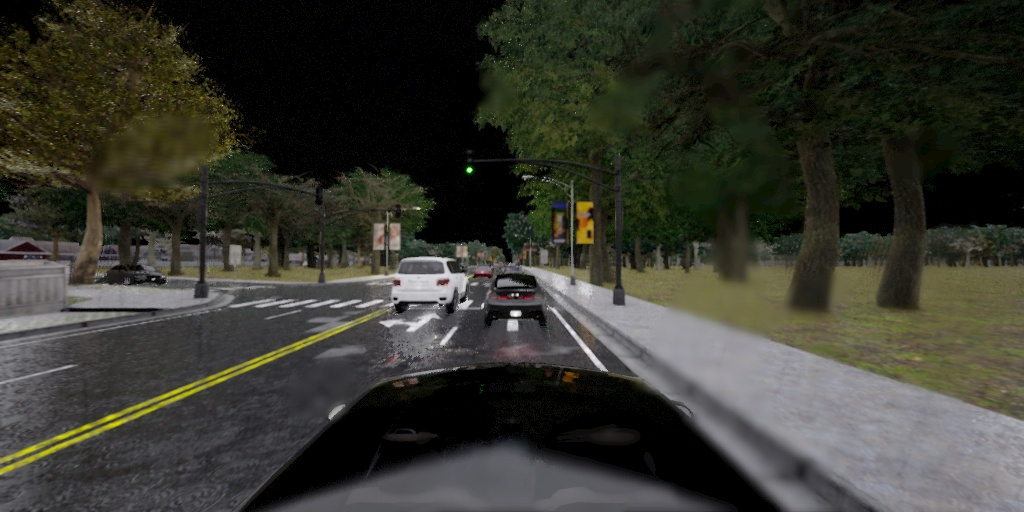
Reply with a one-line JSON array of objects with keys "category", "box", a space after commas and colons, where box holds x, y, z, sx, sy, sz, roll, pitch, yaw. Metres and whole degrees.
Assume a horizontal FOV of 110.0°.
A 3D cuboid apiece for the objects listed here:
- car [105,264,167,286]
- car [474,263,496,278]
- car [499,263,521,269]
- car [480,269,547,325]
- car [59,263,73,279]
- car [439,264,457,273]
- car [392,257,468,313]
[{"category": "car", "box": [-26.610, 1.323, 25.363, 4.892, 1.490, 1.837, 0, -2, 23]}, {"category": "car", "box": [-3.144, 1.697, 40.090, 1.994, 1.385, 4.181, 0, -1, 0]}, {"category": "car", "box": [0.105, 1.589, 32.687, 2.033, 1.411, 5.357, 0, -1, 0]}, {"category": "car", "box": [0.101, 1.334, 12.149, 1.837, 1.490, 4.892, 0, -1, 0]}, {"category": "car", "box": [-40.399, 1.308, 31.285, 4.892, 1.490, 1.837, 2, -1, 23]}, {"category": "car", "box": [-9.803, 1.930, 55.366, 1.895, 1.301, 4.718, 0, -1, 0]}, {"category": "car", "box": [-3.147, 1.075, 14.737, 2.150, 2.045, 5.566, 0, 0, 0]}]
